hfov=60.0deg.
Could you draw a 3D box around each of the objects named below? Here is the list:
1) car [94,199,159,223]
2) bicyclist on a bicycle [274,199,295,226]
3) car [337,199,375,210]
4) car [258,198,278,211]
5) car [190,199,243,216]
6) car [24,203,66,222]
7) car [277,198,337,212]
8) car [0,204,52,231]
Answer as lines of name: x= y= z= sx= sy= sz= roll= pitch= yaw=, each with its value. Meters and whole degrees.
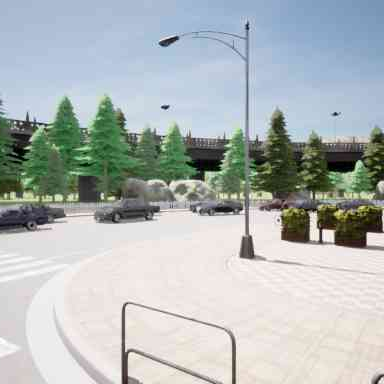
car: x=-5.075 y=1.297 z=25.061 sx=2.097 sy=1.767 sz=4.553 roll=0 pitch=0 yaw=41
bicyclist on a bicycle: x=5.535 y=1.245 z=19.605 sx=0.582 sy=1.620 sz=1.656 roll=0 pitch=0 yaw=-44
car: x=19.734 y=1.509 z=40.189 sx=4.181 sy=1.385 sz=1.994 roll=0 pitch=0 yaw=0
car: x=9.958 y=1.470 z=38.811 sx=4.674 sy=1.442 sz=1.812 roll=0 pitch=0 yaw=-15
car: x=2.673 y=1.436 z=31.952 sx=4.902 sy=1.511 sz=2.128 roll=0 pitch=0 yaw=-30
car: x=-11.410 y=1.492 z=22.732 sx=2.033 sy=1.411 sz=5.357 roll=0 pitch=0 yaw=37
car: x=12.450 y=1.492 z=36.110 sx=5.357 sy=1.411 sz=2.033 roll=0 pitch=0 yaw=-12
car: x=-10.533 y=1.545 z=18.200 sx=1.895 sy=1.301 sz=4.718 roll=0 pitch=0 yaw=36
